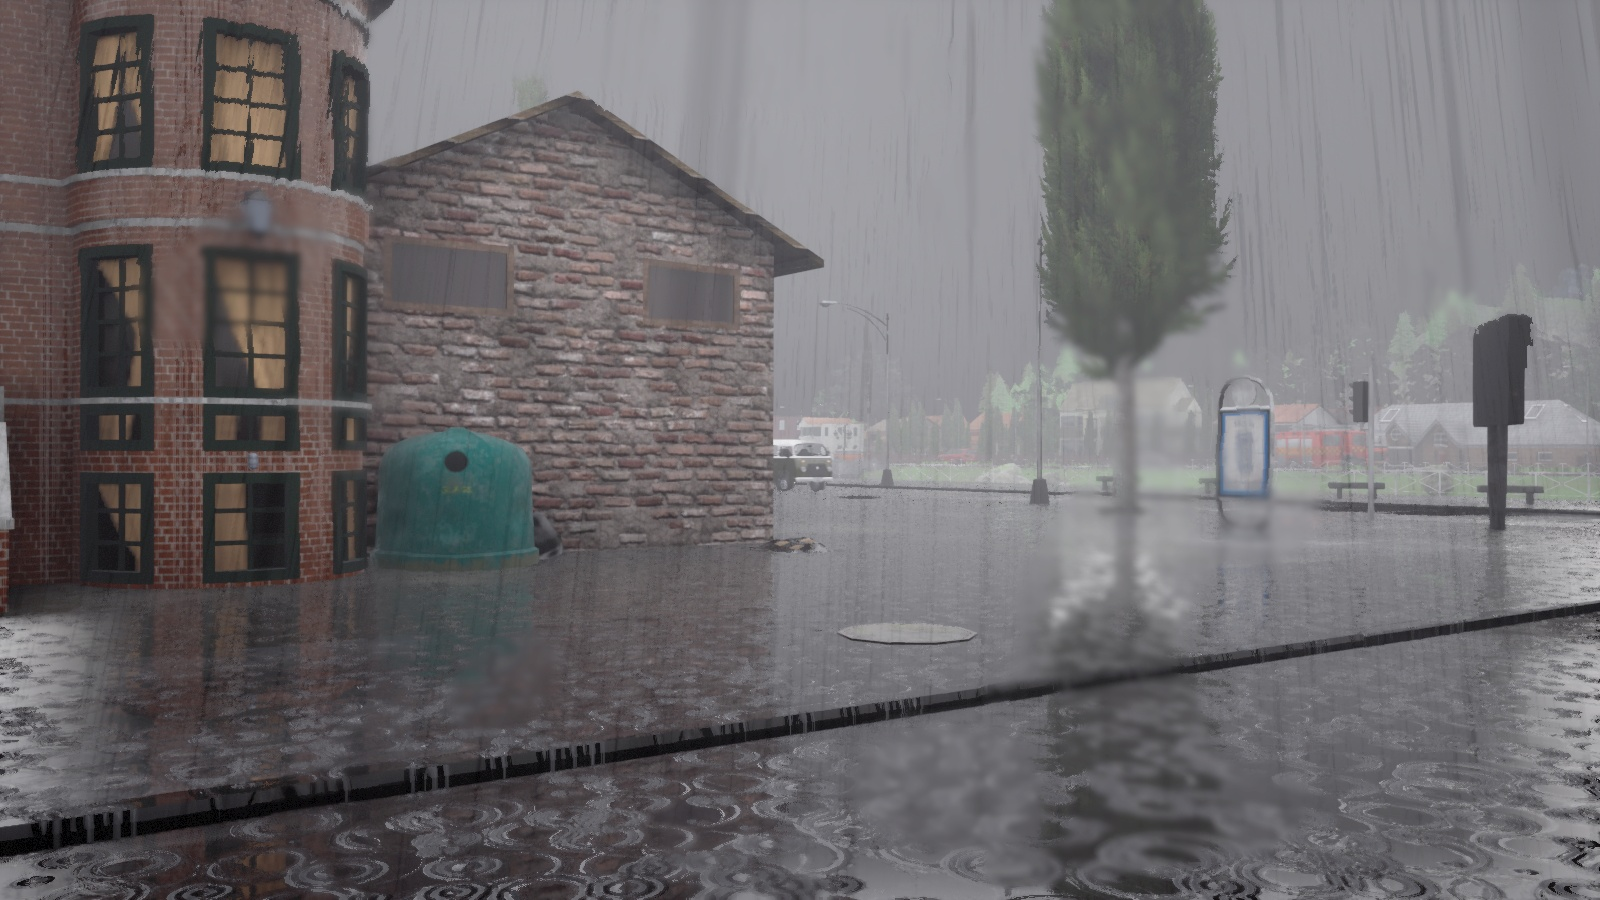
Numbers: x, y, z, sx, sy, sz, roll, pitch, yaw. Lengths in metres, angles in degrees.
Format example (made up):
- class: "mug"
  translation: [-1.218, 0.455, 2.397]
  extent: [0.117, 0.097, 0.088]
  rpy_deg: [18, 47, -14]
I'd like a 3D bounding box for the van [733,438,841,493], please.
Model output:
- class: "van"
  translation: [-0.576, 0.590, 49.319]
  extent: [2.069, 2.038, 4.480]
  rpy_deg: [0, 0, -35]
